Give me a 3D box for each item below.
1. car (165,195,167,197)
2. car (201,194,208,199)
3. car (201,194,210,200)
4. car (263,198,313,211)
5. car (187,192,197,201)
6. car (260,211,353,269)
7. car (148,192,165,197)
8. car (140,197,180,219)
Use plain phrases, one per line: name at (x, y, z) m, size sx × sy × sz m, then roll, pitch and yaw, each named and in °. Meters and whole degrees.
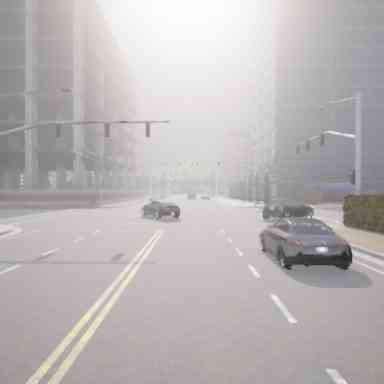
car at (-7.027, 1.339, 80.987) m, size 1.837 × 1.490 × 4.892 m, roll 0°, pitch 0°, yaw 0°
car at (3.469, 1.218, 93.385) m, size 1.837 × 1.490 × 4.892 m, roll 0°, pitch 0°, yaw 0°
car at (3.472, 1.364, 83.343) m, size 1.812 × 1.442 × 4.674 m, roll 0°, pitch 0°, yaw 0°
car at (7.822, 1.301, 26.814) m, size 4.553 × 1.767 × 2.097 m, roll 0°, pitch 1°, yaw -38°
car at (-0.028, 1.066, 82.762) m, size 2.150 × 2.045 × 5.566 m, roll 0°, pitch 0°, yaw 0°
car at (3.572, 1.543, 11.127) m, size 1.994 × 1.385 × 4.181 m, roll 0°, pitch 0°, yaw 0°
car at (-7.032, 1.373, 65.482) m, size 2.128 × 1.511 × 4.902 m, roll 0°, pitch 0°, yaw 0°
car at (-2.785, 1.451, 28.330) m, size 1.837 × 1.490 × 4.892 m, roll 2°, pitch -1°, yaw -31°
